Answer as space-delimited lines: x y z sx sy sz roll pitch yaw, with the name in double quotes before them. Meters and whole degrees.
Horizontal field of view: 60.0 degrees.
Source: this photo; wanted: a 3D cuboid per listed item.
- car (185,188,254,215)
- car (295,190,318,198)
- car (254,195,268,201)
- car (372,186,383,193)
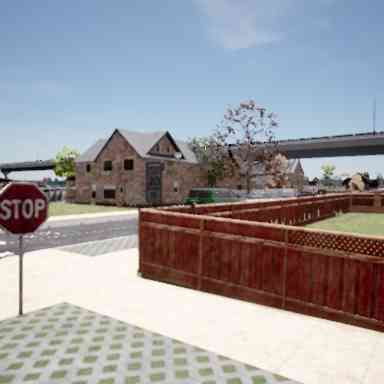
"car" 1.792 0.765 22.479 2.150 2.045 5.566 1 1 37
"car" 15.758 0.486 45.768 1.882 1.535 5.008 1 1 37
"car" 5.612 0.960 32.351 1.895 1.301 4.718 1 1 37
"car" 43.982 -0.138 78.948 1.895 1.301 4.718 1 1 37
